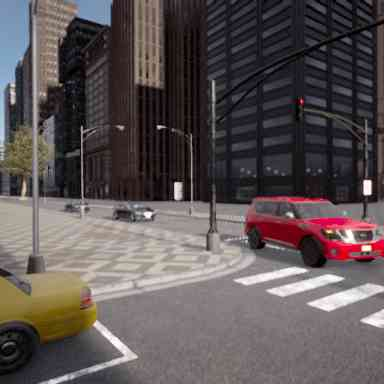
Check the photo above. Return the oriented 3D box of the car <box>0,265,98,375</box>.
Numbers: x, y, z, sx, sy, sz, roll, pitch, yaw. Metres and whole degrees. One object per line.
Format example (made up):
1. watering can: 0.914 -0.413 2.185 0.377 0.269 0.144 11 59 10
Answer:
1. car: -3.677 1.528 4.028 4.829 1.417 1.752 0 0 -36

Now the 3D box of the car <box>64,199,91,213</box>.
1. car: -13.014 1.547 37.657 2.128 1.511 4.902 0 0 -36

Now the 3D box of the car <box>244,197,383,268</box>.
1. car: 3.887 1.207 11.729 2.150 2.045 5.566 0 0 -19

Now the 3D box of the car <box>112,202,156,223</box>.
1. car: -4.573 1.512 25.912 2.128 1.511 4.902 0 0 -36
